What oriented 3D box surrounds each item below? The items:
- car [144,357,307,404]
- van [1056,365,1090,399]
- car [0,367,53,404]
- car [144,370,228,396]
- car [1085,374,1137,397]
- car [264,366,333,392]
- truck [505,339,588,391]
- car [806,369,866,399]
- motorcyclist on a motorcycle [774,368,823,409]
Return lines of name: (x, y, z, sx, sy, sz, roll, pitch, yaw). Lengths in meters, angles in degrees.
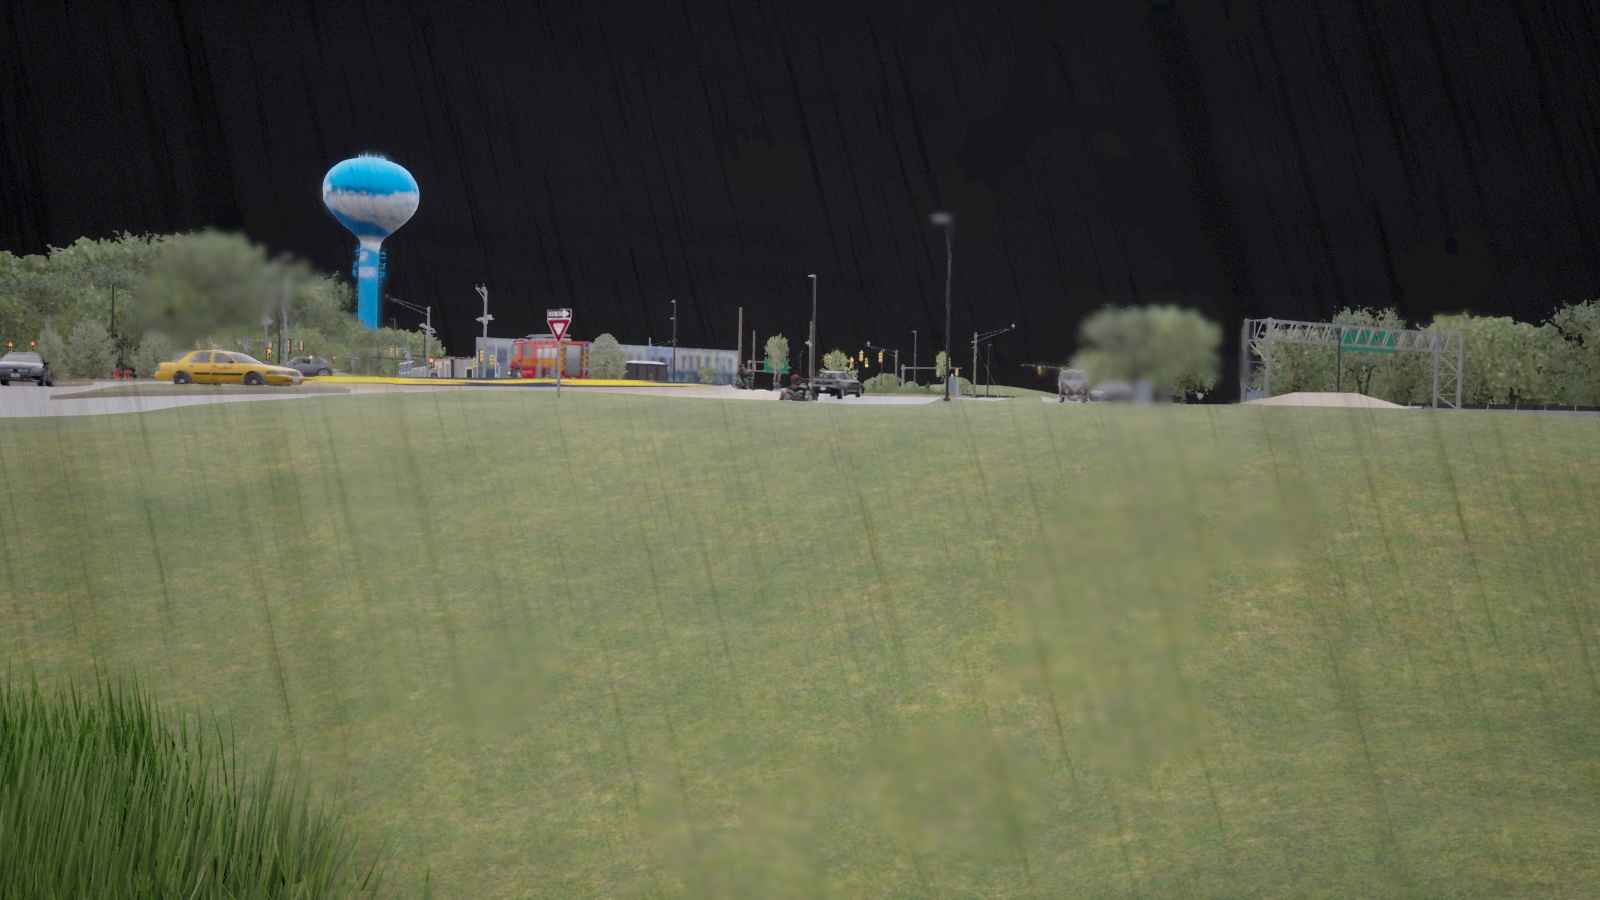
car: (-20.865, -2.491, 45.627, 5.366, 1.575, 1.801, 0, 1, 12)
van: (16.924, -4.251, 78.021, 1.775, 1.987, 4.442, 3, 4, 9)
car: (-32.492, -2.650, 52.416, 1.812, 1.442, 4.674, 0, 2, -25)
car: (-38.608, -4.247, 79.048, 1.837, 1.490, 4.892, 1, 5, 17)
car: (23.588, -4.860, 95.069, 2.033, 1.649, 4.856, 3, 3, 38)
car: (-30.527, -4.301, 76.559, 3.806, 1.475, 1.970, -2, 3, -21)
truck: (-19.575, -6.478, 96.478, 2.891, 3.827, 8.468, -1, 4, -37)
car: (1.947, -3.573, 67.456, 1.816, 1.474, 4.193, 3, 5, 22)
motorcyclist on a motorcycle: (-0.048, -2.610, 53.642, 0.766, 1.649, 2.350, 0, 1, 39)
